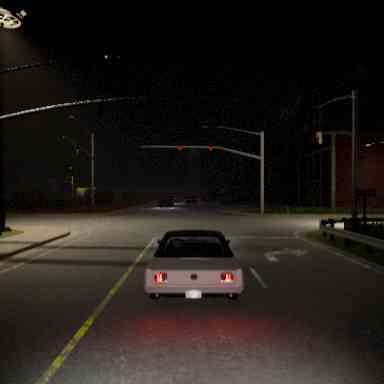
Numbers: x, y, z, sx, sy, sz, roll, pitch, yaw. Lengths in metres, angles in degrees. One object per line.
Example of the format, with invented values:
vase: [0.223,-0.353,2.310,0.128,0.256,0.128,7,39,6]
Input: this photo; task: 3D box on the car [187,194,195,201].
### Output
car: [-0.234,1.311,80.353,2.033,1.411,5.357,0,0,0]

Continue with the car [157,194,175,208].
car: [-3.726,1.450,47.001,1.812,1.442,4.674,0,0,0]

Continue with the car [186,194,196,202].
car: [-0.207,1.240,71.123,2.097,1.767,4.553,0,0,0]

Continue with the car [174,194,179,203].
car: [-3.729,1.241,64.469,2.097,1.767,4.553,0,0,0]

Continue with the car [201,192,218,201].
car: [3.951,1.027,72.907,1.905,1.878,3.866,-8,4,-42]

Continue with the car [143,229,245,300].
car: [0.043,1.587,8.325,1.895,1.301,4.718,0,0,0]

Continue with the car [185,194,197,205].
car: [-0.166,1.412,57.126,1.837,1.490,4.892,0,0,0]
